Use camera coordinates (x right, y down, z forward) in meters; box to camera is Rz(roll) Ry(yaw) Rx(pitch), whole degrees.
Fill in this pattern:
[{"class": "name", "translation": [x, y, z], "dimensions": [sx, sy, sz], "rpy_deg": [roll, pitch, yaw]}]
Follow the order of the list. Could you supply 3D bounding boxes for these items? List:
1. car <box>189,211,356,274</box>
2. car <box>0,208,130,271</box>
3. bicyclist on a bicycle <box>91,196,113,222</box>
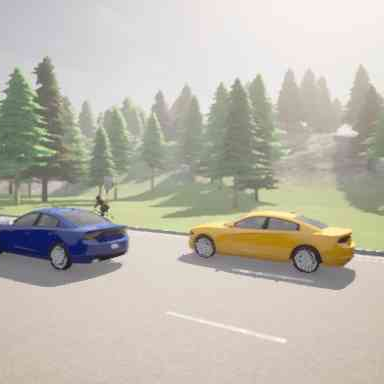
[{"class": "car", "translation": [2.250, 1.334, 10.245], "dimensions": [5.008, 1.535, 1.882], "rpy_deg": [2, 1, 31]}, {"class": "car", "translation": [-4.154, 1.213, 10.011], "dimensions": [5.008, 1.535, 1.882], "rpy_deg": [2, 1, 30]}, {"class": "bicyclist on a bicycle", "translation": [-4.487, 0.996, 16.448], "dimensions": [0.582, 1.620, 1.656], "rpy_deg": [2, 5, 29]}]
